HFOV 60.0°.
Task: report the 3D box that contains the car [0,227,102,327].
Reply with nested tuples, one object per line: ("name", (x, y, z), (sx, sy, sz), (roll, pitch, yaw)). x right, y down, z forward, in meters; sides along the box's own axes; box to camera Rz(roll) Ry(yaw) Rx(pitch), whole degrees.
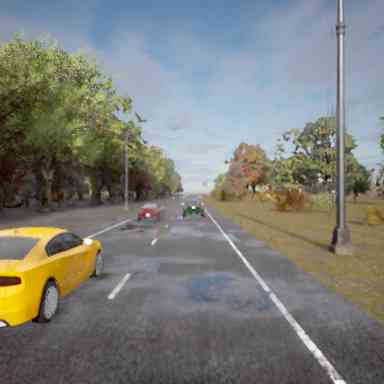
("car", (-3.396, 1.501, 7.233), (1.882, 1.535, 5.008), (0, 0, 0))

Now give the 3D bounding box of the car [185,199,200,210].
("car", (0.079, 1.713, 46.235), (1.994, 1.385, 4.181), (0, 0, 0))

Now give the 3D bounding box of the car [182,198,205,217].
("car", (0.115, 1.456, 32.501), (2.097, 1.767, 4.553), (0, 0, -1))

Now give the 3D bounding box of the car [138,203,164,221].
("car", (-3.372, 1.615, 27.855), (1.812, 1.442, 4.674), (0, 0, 0))
